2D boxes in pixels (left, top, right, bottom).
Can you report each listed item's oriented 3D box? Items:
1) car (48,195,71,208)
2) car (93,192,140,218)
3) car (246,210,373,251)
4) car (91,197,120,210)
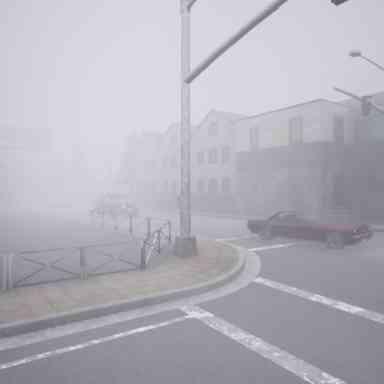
[{"bbox_3d":[-17.631,1.188,44.205,2.097,1.767,4.553,0,0,-35],"label":"car"},{"bbox_3d":[-6.424,1.042,28.236,2.150,2.045,5.566,0,0,-35],"label":"car"},{"bbox_3d":[4.676,1.433,13.645,1.895,1.301,4.718,0,1,-45],"label":"car"},{"bbox_3d":[-10.536,1.328,40.416,1.837,1.490,4.892,0,0,-35],"label":"car"}]
